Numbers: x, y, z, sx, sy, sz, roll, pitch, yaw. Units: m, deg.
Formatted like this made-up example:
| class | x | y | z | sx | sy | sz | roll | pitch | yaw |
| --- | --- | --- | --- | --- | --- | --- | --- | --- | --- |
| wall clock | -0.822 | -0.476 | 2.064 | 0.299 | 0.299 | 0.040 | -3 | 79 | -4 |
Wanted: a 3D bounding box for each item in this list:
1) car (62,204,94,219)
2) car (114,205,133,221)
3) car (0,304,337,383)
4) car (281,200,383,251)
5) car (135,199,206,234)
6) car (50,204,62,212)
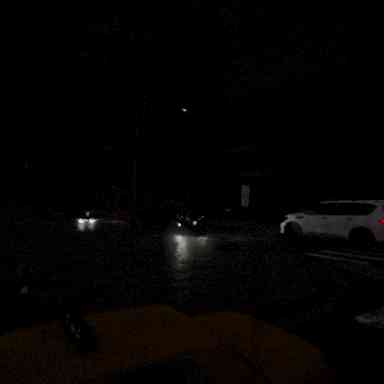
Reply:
| class | x | y | z | sx | sy | sz | roll | pitch | yaw |
| --- | --- | --- | --- | --- | --- | --- | --- | --- | --- |
| car | -12.227 | 2.086 | 36.476 | 2.128 | 1.511 | 4.902 | 2 | -2 | -35 |
| car | -5.994 | 2.009 | 32.811 | 1.882 | 1.535 | 5.008 | 2 | -2 | -36 |
| car | -0.989 | 1.526 | 2.084 | 4.829 | 1.417 | 1.752 | 0 | 1 | -35 |
| car | 6.701 | 1.383 | 15.067 | 2.150 | 2.045 | 5.566 | 2 | -2 | -36 |
| car | -1.432 | 1.468 | 21.368 | 2.150 | 2.045 | 5.566 | 2 | -2 | -36 |
| car | -22.267 | 2.699 | 55.546 | 1.895 | 1.301 | 4.718 | 2 | -2 | -36 |
